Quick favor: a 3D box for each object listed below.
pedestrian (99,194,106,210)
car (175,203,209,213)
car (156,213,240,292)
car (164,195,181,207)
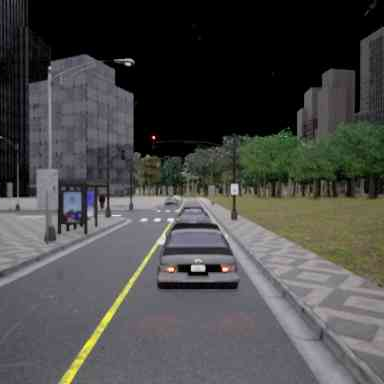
[{"bbox_3d":[-10.106,1.039,37.382,0.375,1.860,0.375,0,0,1],"label":"pedestrian"},{"bbox_3d":[0.072,1.548,19.314,1.994,1.385,4.181,0,0,0],"label":"car"},{"bbox_3d":[0.094,1.542,9.035,2.033,1.411,5.357,0,0,-1],"label":"car"},{"bbox_3d":[-3.119,1.494,50.857,1.994,1.385,4.181,0,0,0],"label":"car"}]
